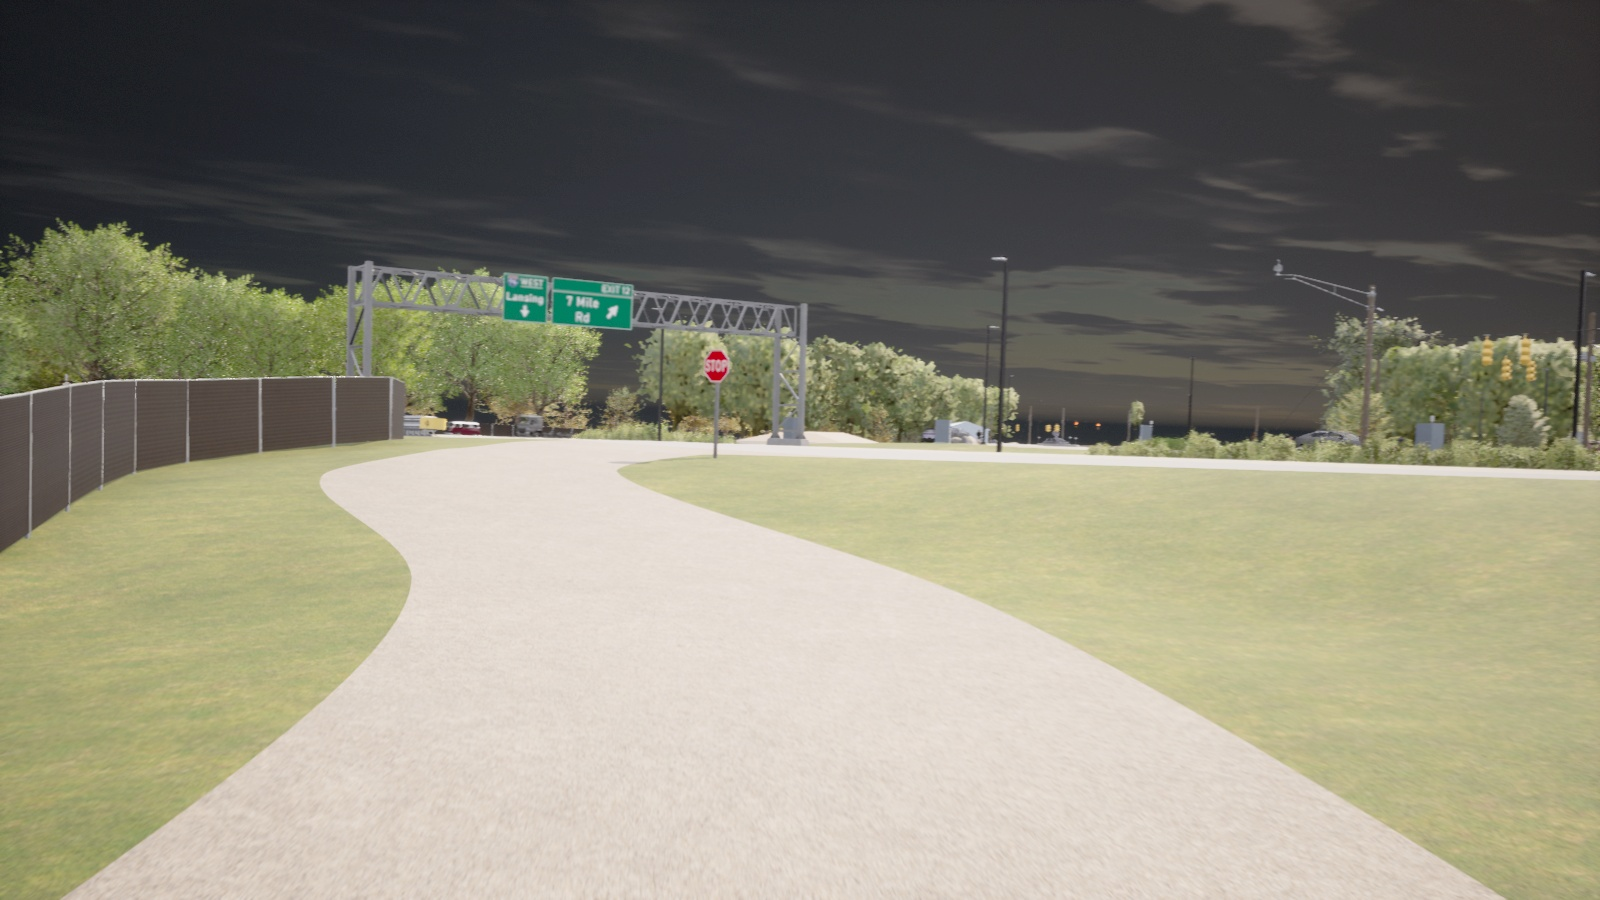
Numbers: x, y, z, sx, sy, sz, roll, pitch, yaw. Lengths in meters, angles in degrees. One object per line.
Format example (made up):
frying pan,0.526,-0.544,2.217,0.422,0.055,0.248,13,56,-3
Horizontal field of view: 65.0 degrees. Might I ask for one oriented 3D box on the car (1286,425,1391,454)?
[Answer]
car,29.918,-0.593,69.893,2.128,1.511,4.902,0,1,-37
